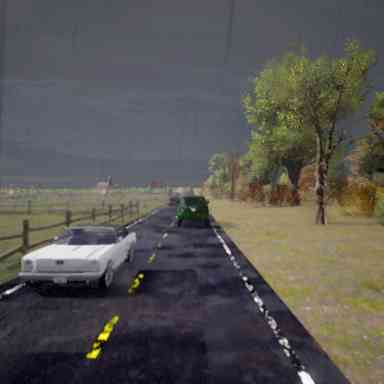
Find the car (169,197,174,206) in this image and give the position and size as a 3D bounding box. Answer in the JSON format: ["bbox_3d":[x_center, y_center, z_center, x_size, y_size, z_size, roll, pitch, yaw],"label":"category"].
[{"bbox_3d":[-2.757,1.472,54.473,1.882,1.535,5.008,0,0,0],"label":"car"}]

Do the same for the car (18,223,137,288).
[{"bbox_3d":[-2.851,1.605,9.382,1.895,1.301,4.718,0,0,0],"label":"car"}]

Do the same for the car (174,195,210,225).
[{"bbox_3d":[0.096,1.227,23.885,2.150,2.045,5.566,0,0,0],"label":"car"}]

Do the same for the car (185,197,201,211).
[{"bbox_3d":[0.096,1.472,41.379,1.882,1.535,5.008,0,0,0],"label":"car"}]
